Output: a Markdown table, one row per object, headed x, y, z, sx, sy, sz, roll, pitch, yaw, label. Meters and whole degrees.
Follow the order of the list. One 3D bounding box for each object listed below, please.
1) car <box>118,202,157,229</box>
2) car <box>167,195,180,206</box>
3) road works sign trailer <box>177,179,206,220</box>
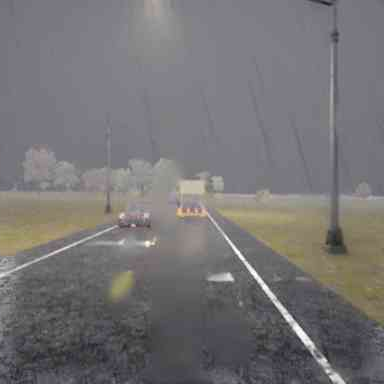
| x | y | z | sx | sy | sz | roll | pitch | yaw | label |
| --- | --- | --- | --- | --- | --- | --- | --- | --- | --- |
| -3.588 | 1.478 | 22.619 | 2.097 | 1.767 | 4.553 | 0 | 0 | 0 | car |
| -3.486 | 1.586 | 64.075 | 2.150 | 2.045 | 5.566 | 0 | 0 | 0 | car |
| 0.012 | 0.626 | 29.115 | 2.380 | 3.560 | 2.880 | 0 | 0 | 0 | road works sign trailer |
